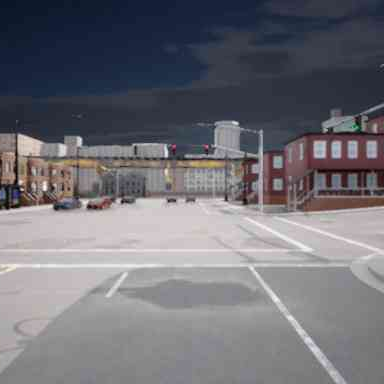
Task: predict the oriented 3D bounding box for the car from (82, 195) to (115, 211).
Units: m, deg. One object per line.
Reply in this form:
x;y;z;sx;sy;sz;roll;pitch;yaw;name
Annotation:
-10.741;1.342;38.577;1.882;1.535;5.008;0;0;0;car

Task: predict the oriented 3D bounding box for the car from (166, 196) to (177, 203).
-3.753;1.383;62.815;1.895;1.301;4.718;0;0;0;car

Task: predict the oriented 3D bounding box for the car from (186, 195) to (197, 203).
-0.253;1.308;62.804;1.812;1.442;4.674;0;0;0;car

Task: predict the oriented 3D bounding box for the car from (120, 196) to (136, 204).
-10.763;1.350;56.527;2.033;1.411;5.357;0;0;1;car

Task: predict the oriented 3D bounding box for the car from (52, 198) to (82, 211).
-14.244;1.411;38.467;2.033;1.411;5.357;0;0;0;car
